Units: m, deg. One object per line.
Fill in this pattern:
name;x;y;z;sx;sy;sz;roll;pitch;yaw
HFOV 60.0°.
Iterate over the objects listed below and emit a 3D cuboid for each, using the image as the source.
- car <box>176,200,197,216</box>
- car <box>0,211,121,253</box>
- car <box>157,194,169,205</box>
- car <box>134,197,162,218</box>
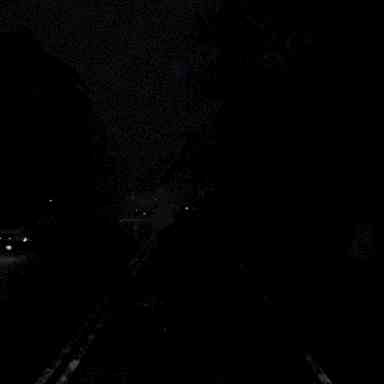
car;-0.536;1.445;31.385;2.033;1.411;5.357;0;1;-2
car;-5.299;1.546;14.140;2.033;1.411;5.357;-1;0;26
car;-4.641;1.153;50.777;1.837;1.490;4.892;0;0;-2
car;-3.916;1.439;29.335;1.812;1.442;4.674;0;1;-2
